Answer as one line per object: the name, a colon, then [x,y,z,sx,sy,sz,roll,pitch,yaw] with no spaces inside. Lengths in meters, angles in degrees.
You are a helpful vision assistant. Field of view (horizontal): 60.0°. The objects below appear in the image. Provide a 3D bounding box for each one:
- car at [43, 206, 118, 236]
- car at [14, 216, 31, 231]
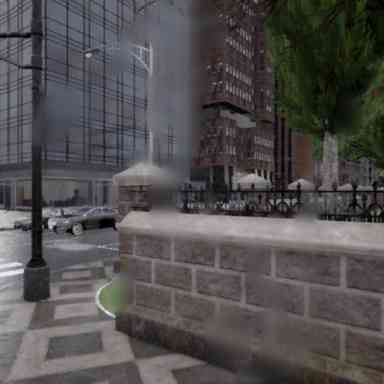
car: [-5.881,1.569,19.211,2.128,1.511,4.902,0,0,36]
car: [-8.440,1.623,20.220,2.008,1.369,4.403,0,-1,36]
